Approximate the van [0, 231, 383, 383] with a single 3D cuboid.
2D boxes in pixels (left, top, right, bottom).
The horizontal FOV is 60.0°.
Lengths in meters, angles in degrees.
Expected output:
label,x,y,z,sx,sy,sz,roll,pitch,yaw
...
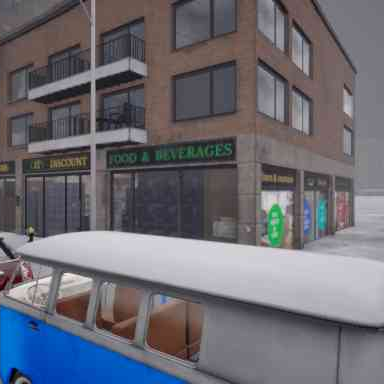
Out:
label,x,y,z,sx,sy,sz,roll,pitch,yaw
van,-0.190,1.341,2.980,3.998,1.788,1.690,0,0,35
